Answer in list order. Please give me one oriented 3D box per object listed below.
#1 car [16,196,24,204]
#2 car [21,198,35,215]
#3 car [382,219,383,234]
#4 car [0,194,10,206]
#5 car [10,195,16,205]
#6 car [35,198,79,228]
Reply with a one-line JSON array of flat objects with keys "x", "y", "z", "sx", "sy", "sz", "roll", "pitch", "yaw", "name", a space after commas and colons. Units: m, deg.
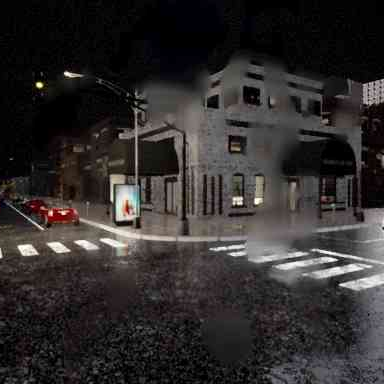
[{"x": -17.475, "y": 1.332, "z": 35.934, "sx": 2.008, "sy": 1.369, "sz": 4.403, "roll": -1, "pitch": 1, "yaw": -31, "name": "car"}, {"x": -14.515, "y": 1.385, "z": 31.067, "sx": 1.802, "sy": 1.307, "sz": 4.206, "roll": -1, "pitch": 1, "yaw": -31, "name": "car"}, {"x": 10.607, "y": 1.069, "z": 14.384, "sx": 5.566, "sy": 2.045, "sz": 2.150, "roll": 0, "pitch": 1, "yaw": -32, "name": "car"}, {"x": -27.549, "y": 1.309, "z": 47.526, "sx": 1.994, "sy": 1.385, "sz": 4.181, "roll": -1, "pitch": 0, "yaw": -31, "name": "car"}, {"x": -26.354, "y": 1.269, "z": 50.536, "sx": 2.008, "sy": 1.369, "sz": 4.403, "roll": -1, "pitch": 1, "yaw": -31, "name": "car"}, {"x": -8.596, "y": 1.289, "z": 21.330, "sx": 1.967, "sy": 1.590, "sz": 4.097, "roll": -1, "pitch": 1, "yaw": -31, "name": "car"}]
